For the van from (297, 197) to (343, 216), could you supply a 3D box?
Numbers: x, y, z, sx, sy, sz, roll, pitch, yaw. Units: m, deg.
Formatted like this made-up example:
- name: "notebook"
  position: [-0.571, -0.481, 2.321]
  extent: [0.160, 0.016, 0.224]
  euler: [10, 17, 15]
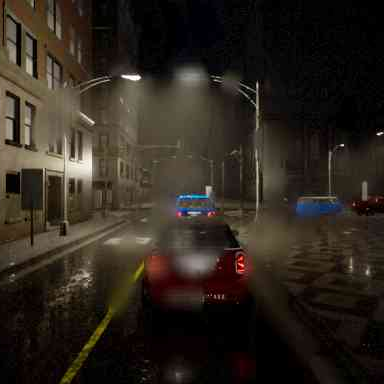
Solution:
- name: "van"
  position: [11.757, 1.349, 30.819]
  extent: [3.998, 1.788, 1.690]
  euler: [0, 0, -1]

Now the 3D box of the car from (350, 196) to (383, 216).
- name: "car"
  position: [17.398, 1.322, 30.900]
  extent: [5.009, 1.841, 2.192]
  euler: [0, 0, -1]

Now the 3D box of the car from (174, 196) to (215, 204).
- name: "car"
  position: [0.118, 1.207, 17.932]
  extent: [2.150, 2.045, 5.566]
  euler: [0, 0, 0]

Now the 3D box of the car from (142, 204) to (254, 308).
- name: "car"
  position: [0.109, 1.346, 8.075]
  extent: [2.097, 1.767, 4.553]
  euler: [0, 0, 0]
